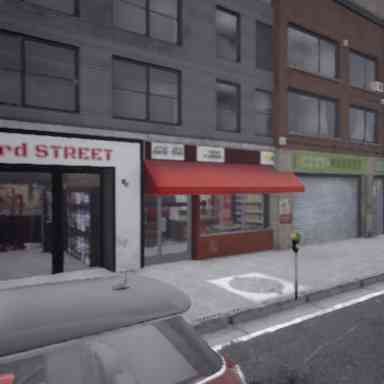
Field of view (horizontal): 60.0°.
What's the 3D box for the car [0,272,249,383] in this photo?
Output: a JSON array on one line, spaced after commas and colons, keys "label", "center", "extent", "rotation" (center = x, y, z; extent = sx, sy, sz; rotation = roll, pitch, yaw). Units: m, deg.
[{"label": "car", "center": [-1.578, 1.410, 1.788], "extent": [4.097, 1.590, 1.967], "rotation": [0, 0, -34]}]
